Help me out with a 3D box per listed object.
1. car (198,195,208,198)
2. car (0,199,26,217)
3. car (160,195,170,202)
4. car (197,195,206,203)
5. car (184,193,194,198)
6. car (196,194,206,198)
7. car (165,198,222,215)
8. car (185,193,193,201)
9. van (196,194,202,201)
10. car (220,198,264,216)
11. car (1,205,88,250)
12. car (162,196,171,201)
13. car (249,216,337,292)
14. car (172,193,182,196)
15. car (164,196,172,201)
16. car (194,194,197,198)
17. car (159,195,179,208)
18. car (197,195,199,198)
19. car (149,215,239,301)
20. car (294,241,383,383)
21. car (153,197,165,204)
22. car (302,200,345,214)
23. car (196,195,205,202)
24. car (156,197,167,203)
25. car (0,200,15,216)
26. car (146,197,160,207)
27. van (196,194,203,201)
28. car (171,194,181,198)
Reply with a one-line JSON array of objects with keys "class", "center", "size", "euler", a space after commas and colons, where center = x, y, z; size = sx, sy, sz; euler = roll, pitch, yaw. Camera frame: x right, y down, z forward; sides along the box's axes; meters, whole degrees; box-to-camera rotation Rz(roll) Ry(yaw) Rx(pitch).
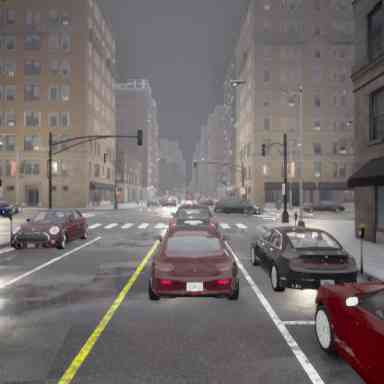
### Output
[{"class": "car", "center": [2.393, 1.570, 52.623], "size": [1.887, 1.381, 4.507], "euler": [0, 0, -1]}, {"class": "car", "center": [-18.053, 1.404, 30.130], "size": [4.902, 1.511, 2.128], "euler": [0, 0, -1]}, {"class": "car", "center": [-6.469, 1.528, 80.061], "size": [1.967, 1.590, 4.097], "euler": [0, 0, -1]}, {"class": "car", "center": [2.123, 1.512, 74.651], "size": [1.967, 1.590, 4.097], "euler": [0, 0, -1]}, {"class": "car", "center": [-0.606, 1.311, 79.348], "size": [2.150, 2.045, 5.566], "euler": [0, 0, -1]}, {"class": "car", "center": [2.256, 1.570, 63.807], "size": [1.752, 1.417, 4.829], "euler": [0, 0, -1]}, {"class": "car", "center": [0.055, 1.352, 15.537], "size": [2.097, 1.767, 4.553], "euler": [0, 0, 0]}, {"class": "car", "center": [-0.738, 1.349, 90.066], "size": [2.150, 2.045, 5.566], "euler": [0, 0, -1]}, {"class": "van", "center": [1.921, 1.469, 91.171], "size": [1.690, 1.788, 3.998], "euler": [0, 0, -1]}, {"class": "car", "center": [4.453, 1.352, 31.553], "size": [4.553, 1.767, 2.097], "euler": [0, -1, 28]}, {"class": "car", "center": [-5.890, 1.440, 14.161], "size": [1.967, 1.590, 4.097], "euler": [0, 0, 0]}, {"class": "car", "center": [-6.537, 1.688, 85.568], "size": [1.802, 1.307, 4.206], "euler": [0, 0, -1]}, {"class": "car", "center": [2.651, 1.550, 8.697], "size": [2.008, 1.369, 4.403], "euler": [0, 0, 0]}, {"class": "car", "center": [-3.500, 1.286, 70.698], "size": [2.150, 2.045, 5.566], "euler": [0, 0, -1]}, {"class": "car", "center": [-6.605, 1.693, 91.076], "size": [1.947, 1.339, 4.313], "euler": [0, 0, -1]}, {"class": "car", "center": [2.191, 1.372, 69.144], "size": [2.192, 1.841, 5.009], "euler": [0, 0, -1]}, {"class": "car", "center": [-3.331, 1.585, 49.142], "size": [1.994, 1.385, 4.181], "euler": [0, 0, -1]}, {"class": "car", "center": [2.326, 1.600, 58.130], "size": [1.947, 1.339, 4.313], "euler": [0, 0, -1]}, {"class": "car", "center": [0.012, 1.525, 8.232], "size": [1.812, 1.442, 4.674], "euler": [0, 0, -1]}, {"class": "car", "center": [2.667, 1.544, 3.206], "size": [1.887, 1.381, 4.507], "euler": [0, 0, 0]}, {"class": "car", "center": [-6.267, 1.589, 63.538], "size": [1.887, 1.381, 4.507], "euler": [0, 0, -1]}, {"class": "car", "center": [14.607, 1.634, 37.120], "size": [4.674, 1.442, 1.812], "euler": [0, 0, 1]}, {"class": "car", "center": [2.056, 1.529, 80.156], "size": [1.967, 1.590, 4.097], "euler": [0, 0, -1]}, {"class": "car", "center": [-6.335, 1.639, 69.045], "size": [1.802, 1.307, 4.206], "euler": [0, 0, -1]}, {"class": "car", "center": [-17.175, 1.113, 26.890], "size": [5.566, 2.045, 2.150], "euler": [0, 0, 0]}, {"class": "car", "center": [-6.131, 1.575, 52.522], "size": [2.008, 1.369, 4.403], "euler": [0, 0, -1]}, {"class": "van", "center": [1.989, 1.448, 85.664], "size": [1.690, 1.788, 3.998], "euler": [0, 0, -1]}, {"class": "car", "center": [-3.449, 1.563, 59.954], "size": [1.812, 1.442, 4.674], "euler": [0, 0, 0]}]
